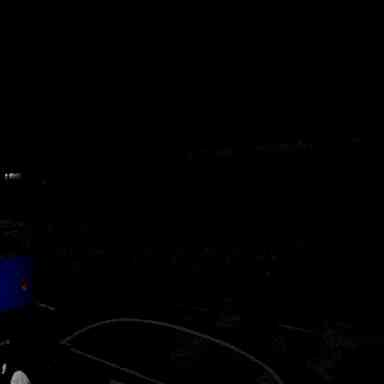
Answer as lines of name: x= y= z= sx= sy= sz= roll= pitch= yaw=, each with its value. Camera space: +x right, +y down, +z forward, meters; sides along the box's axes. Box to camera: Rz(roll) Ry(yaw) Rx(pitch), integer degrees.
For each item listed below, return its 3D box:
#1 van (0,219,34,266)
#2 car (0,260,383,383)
van: x=-4.651 y=1.341 z=6.282 sx=3.998 sy=1.788 sz=1.690 roll=0 pitch=0 yaw=36
car: x=-0.029 y=1.551 z=2.984 sx=4.403 sy=1.369 sz=2.008 roll=0 pitch=0 yaw=36
